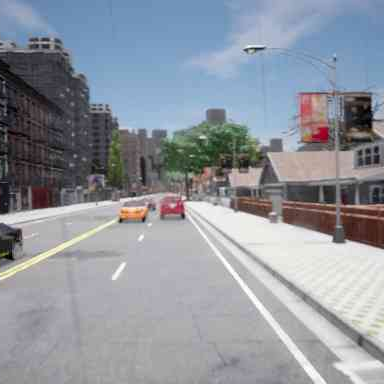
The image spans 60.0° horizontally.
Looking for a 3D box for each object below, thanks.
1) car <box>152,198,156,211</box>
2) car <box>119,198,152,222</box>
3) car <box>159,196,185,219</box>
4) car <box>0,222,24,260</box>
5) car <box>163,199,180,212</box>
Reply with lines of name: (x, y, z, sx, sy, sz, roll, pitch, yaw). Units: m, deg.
car: (-5.906, 1.579, 44.597, 2.097, 1.767, 4.553, -1, 0, -4)
car: (-4.861, 1.525, 28.192, 2.097, 1.767, 4.553, -1, 0, -4)
car: (-1.774, 1.333, 30.447, 2.150, 2.045, 5.566, -1, 0, -3)
car: (-7.085, 1.659, 10.320, 1.882, 1.535, 5.008, -1, 0, -3)
car: (-2.621, 1.700, 42.946, 2.033, 1.411, 5.357, -1, 0, -3)
